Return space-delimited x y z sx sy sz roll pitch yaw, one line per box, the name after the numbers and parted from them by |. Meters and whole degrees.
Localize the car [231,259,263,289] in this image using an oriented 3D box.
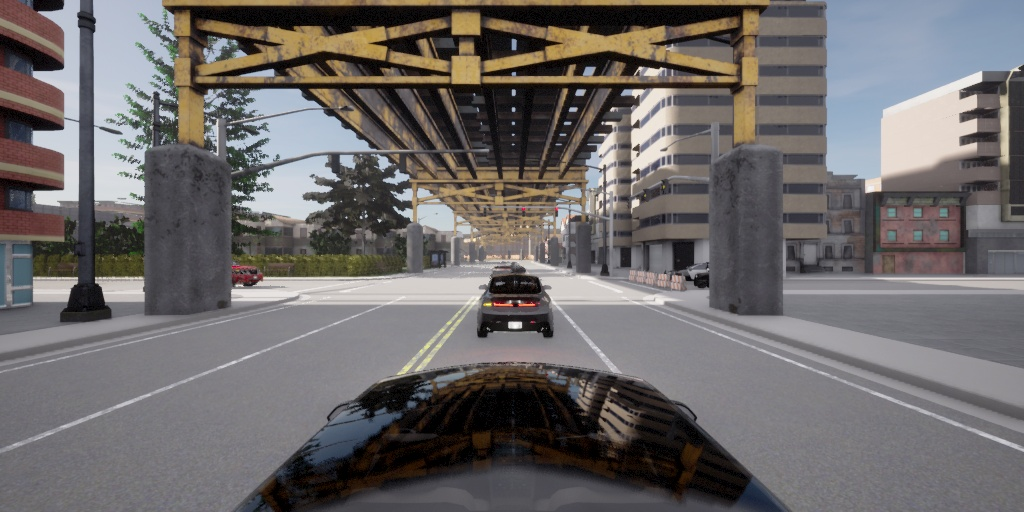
-18.739 0.971 22.319 5.566 2.045 2.150 0 0 0 | car

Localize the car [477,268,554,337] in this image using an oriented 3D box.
0.089 1.255 10.211 1.837 1.490 4.892 0 0 0 | car

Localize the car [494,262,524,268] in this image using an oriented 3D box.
-0.218 1.241 29.632 2.128 1.511 4.902 1 0 16 | car
